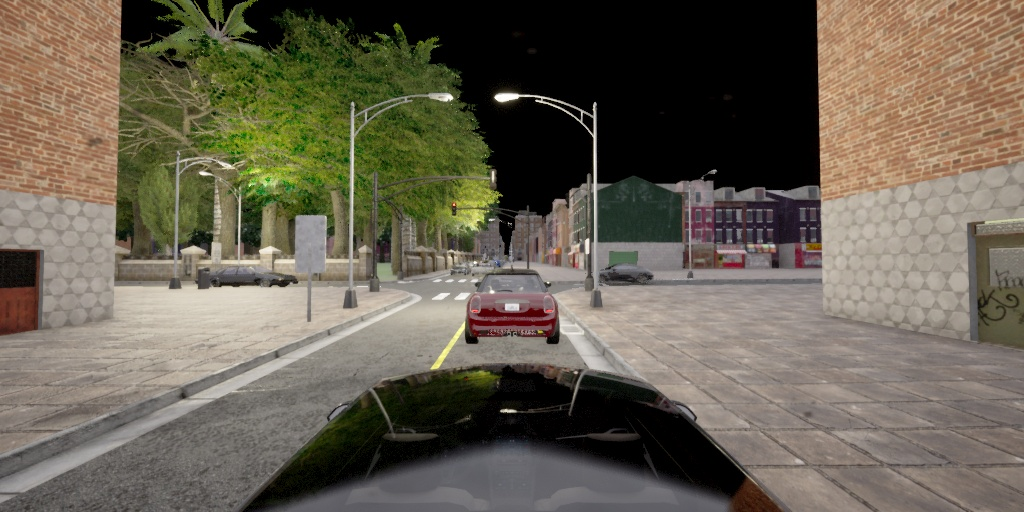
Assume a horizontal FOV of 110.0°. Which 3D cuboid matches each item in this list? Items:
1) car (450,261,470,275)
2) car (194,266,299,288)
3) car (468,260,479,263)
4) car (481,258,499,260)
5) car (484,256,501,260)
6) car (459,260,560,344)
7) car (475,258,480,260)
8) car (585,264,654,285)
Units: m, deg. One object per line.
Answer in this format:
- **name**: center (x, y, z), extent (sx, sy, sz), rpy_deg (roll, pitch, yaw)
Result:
- **car**: center (-5.553, 1.332, 38.509), extent (2.007, 1.370, 4.403), rpy_deg (0, 0, 0)
- **car**: center (-16.241, 1.288, 22.073), extent (5.357, 1.411, 2.033), rpy_deg (0, -1, 0)
- **car**: center (-2.972, 1.380, 36.853), extent (1.895, 1.301, 4.718), rpy_deg (0, 0, 2)
- **car**: center (-3.062, 1.303, 47.284), extent (1.837, 1.490, 4.892), rpy_deg (0, 0, -1)
- **car**: center (-3.167, 1.064, 63.588), extent (2.150, 2.045, 5.566), rpy_deg (0, -1, 0)
- **car**: center (0.023, 1.105, 9.734), extent (2.097, 1.767, 4.553), rpy_deg (0, 0, 1)
- **car**: center (-5.588, 1.344, 45.645), extent (2.007, 1.370, 4.403), rpy_deg (0, 0, 0)
- **car**: center (7.496, 1.261, 25.176), extent (4.674, 1.442, 1.812), rpy_deg (-1, -1, 0)
